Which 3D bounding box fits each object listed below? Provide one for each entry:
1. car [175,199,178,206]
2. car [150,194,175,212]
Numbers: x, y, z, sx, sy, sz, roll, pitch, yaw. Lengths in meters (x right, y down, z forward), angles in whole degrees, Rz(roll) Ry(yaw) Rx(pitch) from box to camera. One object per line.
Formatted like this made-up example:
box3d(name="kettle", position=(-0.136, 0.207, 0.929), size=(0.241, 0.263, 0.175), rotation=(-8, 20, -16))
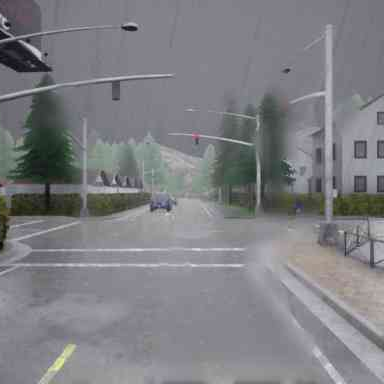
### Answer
box3d(name="car", position=(-3.505, 1.525, 55.733), size=(1.812, 1.442, 4.674), rotation=(0, 0, 1))
box3d(name="car", position=(-3.579, 1.221, 38.998), size=(2.150, 2.045, 5.566), rotation=(0, 0, 0))
